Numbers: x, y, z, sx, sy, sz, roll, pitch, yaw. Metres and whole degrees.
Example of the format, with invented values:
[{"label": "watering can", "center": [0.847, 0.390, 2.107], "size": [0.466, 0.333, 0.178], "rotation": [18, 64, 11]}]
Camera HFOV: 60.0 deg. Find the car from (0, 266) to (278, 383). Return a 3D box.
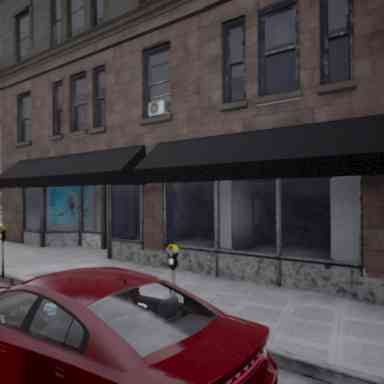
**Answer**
[{"label": "car", "center": [-1.326, 1.558, 3.793], "size": [4.507, 1.381, 1.887], "rotation": [0, -1, 35]}]
